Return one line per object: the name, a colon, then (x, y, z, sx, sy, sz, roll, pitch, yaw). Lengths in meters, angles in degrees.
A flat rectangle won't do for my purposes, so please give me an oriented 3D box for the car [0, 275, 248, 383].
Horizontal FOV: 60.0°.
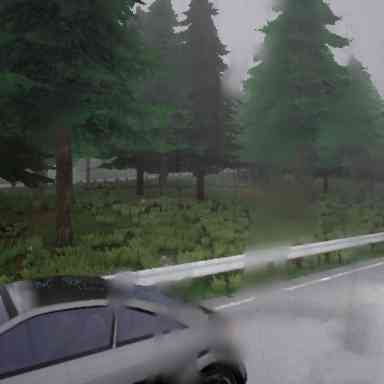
car: (-1.513, 1.563, 2.956, 4.181, 1.385, 1.994, 0, 0, -34)
